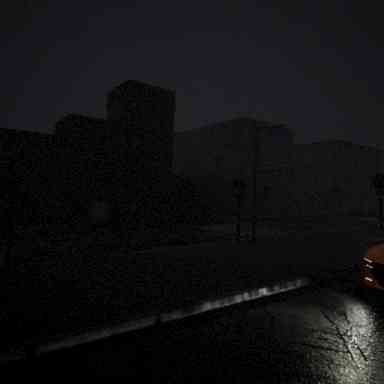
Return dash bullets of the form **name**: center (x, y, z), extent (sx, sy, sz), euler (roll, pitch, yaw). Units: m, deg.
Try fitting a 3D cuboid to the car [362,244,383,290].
- **car**: center (6.062, 1.500, 8.071), extent (5.008, 1.535, 1.882), euler (0, 0, -36)
